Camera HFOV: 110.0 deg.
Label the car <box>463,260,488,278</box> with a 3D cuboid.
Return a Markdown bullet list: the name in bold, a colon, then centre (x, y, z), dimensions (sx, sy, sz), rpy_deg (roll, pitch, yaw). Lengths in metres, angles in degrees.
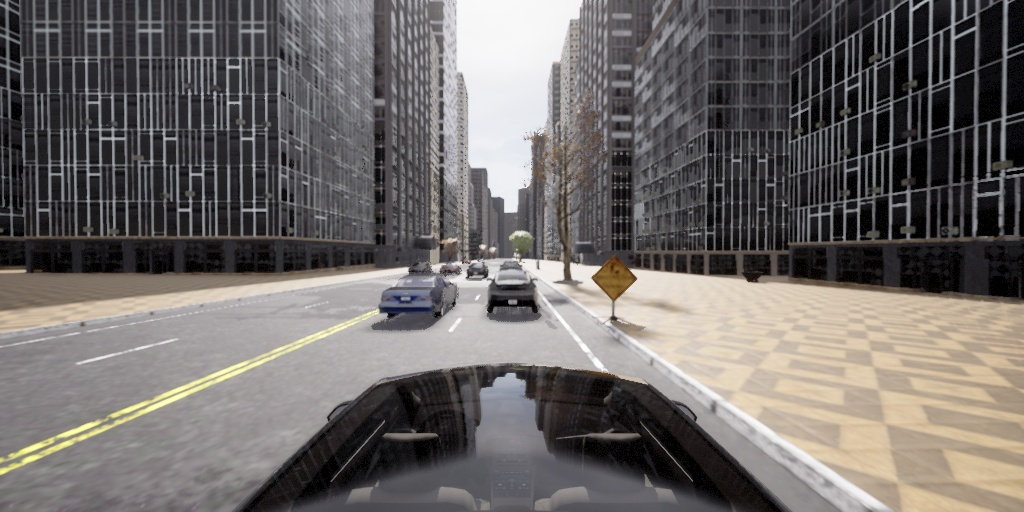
- **car**: centre (-3.345, 1.405, 35.197), dimensions (1.812, 1.442, 4.674), rpy_deg (0, 0, 0)

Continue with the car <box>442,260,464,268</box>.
- **car**: centre (-6.811, 1.463, 39.872), dimensions (1.994, 1.385, 4.181), rpy_deg (0, 0, 0)

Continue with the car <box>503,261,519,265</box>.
- **car**: centre (-0.087, 1.223, 33.429), dimensions (2.097, 1.767, 4.553), rpy_deg (0, 0, 0)

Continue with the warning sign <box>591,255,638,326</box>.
- **warning sign**: centre (2.810, 0.895, 9.962), dimensions (1.300, 1.860, 1.060), rpy_deg (0, 0, 0)

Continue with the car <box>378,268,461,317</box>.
- **car**: centre (-3.224, 1.344, 13.343), dimensions (2.033, 1.411, 5.357), rpy_deg (0, 0, 0)

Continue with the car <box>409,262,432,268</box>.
- **car**: centre (-10.061, 1.404, 39.589), dimensions (1.837, 1.490, 4.892), rpy_deg (0, 0, 0)

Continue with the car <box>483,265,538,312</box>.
- **car**: centre (0.017, 1.306, 14.608), dimensions (1.837, 1.490, 4.892), rpy_deg (0, 0, 0)
